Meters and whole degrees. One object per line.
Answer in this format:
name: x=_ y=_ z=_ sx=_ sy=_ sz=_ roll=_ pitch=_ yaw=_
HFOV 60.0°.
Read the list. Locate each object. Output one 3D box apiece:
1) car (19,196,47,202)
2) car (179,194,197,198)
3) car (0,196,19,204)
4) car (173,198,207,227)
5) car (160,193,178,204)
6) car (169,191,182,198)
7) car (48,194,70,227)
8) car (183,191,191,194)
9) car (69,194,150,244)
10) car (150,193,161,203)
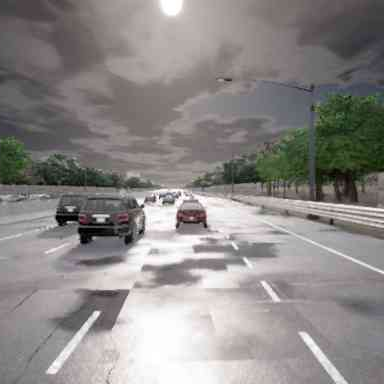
car: x=-21.248 y=1.280 z=45.586 sx=1.837 sy=1.490 sz=4.892 roll=0 pitch=0 yaw=0
car: x=-0.133 y=1.296 z=38.629 sx=2.128 sy=1.511 sz=4.902 roll=0 pitch=0 yaw=0
car: x=-24.754 y=1.262 z=46.705 sx=2.128 sy=1.511 sz=4.902 roll=0 pitch=0 yaw=0
car: x=-0.038 y=1.375 z=21.847 sx=1.882 sy=1.535 sz=5.008 roll=0 pitch=0 yaw=0
car: x=-3.784 y=1.275 z=55.414 sx=1.994 sy=1.385 sz=4.181 roll=0 pitch=0 yaw=-1
car: x=-4.193 y=1.123 z=85.053 sx=1.895 sy=1.301 sz=4.718 roll=0 pitch=0 yaw=-1
car: x=-7.037 y=1.122 z=21.882 sx=2.150 sy=2.045 sz=5.566 roll=0 pitch=0 yaw=0
car: x=-0.540 y=1.137 z=75.426 sx=1.994 sy=1.385 sz=4.181 roll=0 pitch=0 yaw=-1
car: x=-3.516 y=1.156 z=15.484 sx=2.150 sy=2.045 sz=5.566 roll=0 pitch=0 yaw=0
car: x=-7.330 y=1.180 z=59.420 sx=2.128 sy=1.511 sz=4.902 roll=0 pitch=0 yaw=-1
